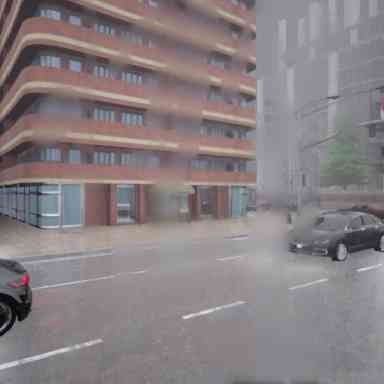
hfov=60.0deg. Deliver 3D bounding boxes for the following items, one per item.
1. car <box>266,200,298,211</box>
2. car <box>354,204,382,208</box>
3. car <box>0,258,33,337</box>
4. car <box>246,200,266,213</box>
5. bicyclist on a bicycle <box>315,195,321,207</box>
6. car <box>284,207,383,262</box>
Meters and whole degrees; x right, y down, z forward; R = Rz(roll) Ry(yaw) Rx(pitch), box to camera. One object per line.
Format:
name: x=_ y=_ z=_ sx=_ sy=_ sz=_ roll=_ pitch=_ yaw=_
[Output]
car: x=9.875 y=1.601 z=37.430 sx=1.895 sy=1.301 sz=4.718 roll=0 pitch=0 yaw=-36
car: x=14.055 y=1.601 z=25.828 sx=1.895 sy=1.301 sz=4.718 roll=0 pitch=0 yaw=-36
car: x=-4.689 y=1.564 z=4.928 sx=4.181 sy=1.385 sz=1.994 roll=0 pitch=0 yaw=-36
car: x=5.637 y=1.526 z=37.322 sx=1.812 sy=1.442 sz=4.674 roll=0 pitch=0 yaw=-37
bicyclist on a bicycle: x=17.779 y=1.301 z=46.912 sx=1.656 sy=1.620 sz=0.582 roll=0 pitch=0 yaw=-36
car: x=5.460 y=1.504 z=12.267 sx=4.892 sy=1.490 sz=1.837 roll=0 pitch=0 yaw=-36
